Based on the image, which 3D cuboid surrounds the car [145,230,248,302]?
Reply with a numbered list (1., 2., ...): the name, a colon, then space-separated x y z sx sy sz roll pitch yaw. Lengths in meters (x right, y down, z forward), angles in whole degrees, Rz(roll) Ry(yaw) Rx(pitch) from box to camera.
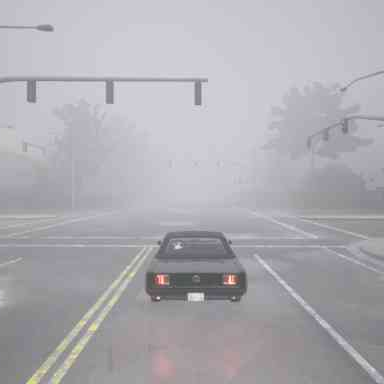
1. car: 0.065 1.601 8.208 1.895 1.301 4.718 0 0 0
